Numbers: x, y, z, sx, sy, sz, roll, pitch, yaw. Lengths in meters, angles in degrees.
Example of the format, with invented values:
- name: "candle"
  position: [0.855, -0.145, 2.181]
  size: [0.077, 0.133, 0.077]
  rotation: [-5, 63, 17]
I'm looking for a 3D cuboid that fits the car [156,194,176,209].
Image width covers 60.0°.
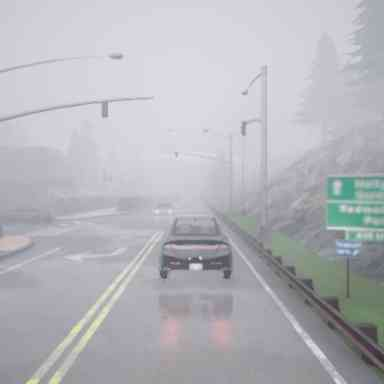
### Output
- name: "car"
  position: [-3.568, 1.385, 43.449]
  size: [1.882, 1.535, 5.008]
  rotation: [0, 0, 0]

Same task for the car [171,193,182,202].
- name: "car"
  position: [-3.466, 1.185, 74.843]
  size: [2.097, 1.767, 4.553]
  rotation: [0, 0, 0]

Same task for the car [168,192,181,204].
- name: "car"
  position: [-3.513, 1.094, 59.779]
  size: [2.150, 2.045, 5.566]
  rotation: [0, 0, 1]

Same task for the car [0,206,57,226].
- name: "car"
  position: [-12.078, 1.679, 24.040]
  size: [4.181, 1.385, 1.994]
  rotation: [0, 0, 0]

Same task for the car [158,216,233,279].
- name: "car"
  position: [0.095, 1.470, 9.927]
  size: [2.128, 1.511, 4.902]
  rotation: [0, 0, 0]
